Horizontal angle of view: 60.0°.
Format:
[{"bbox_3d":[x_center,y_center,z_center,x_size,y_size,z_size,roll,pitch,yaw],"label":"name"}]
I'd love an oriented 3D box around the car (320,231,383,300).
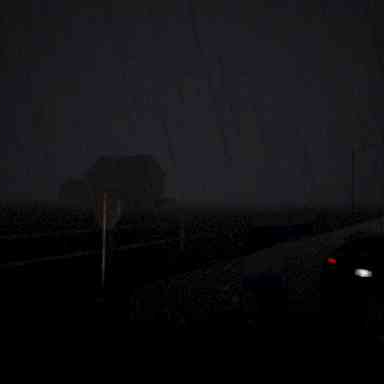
[{"bbox_3d":[4.813,1.692,8.533,1.994,1.385,4.181,0,-1,38],"label":"car"}]
